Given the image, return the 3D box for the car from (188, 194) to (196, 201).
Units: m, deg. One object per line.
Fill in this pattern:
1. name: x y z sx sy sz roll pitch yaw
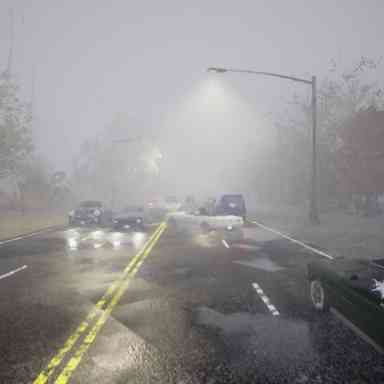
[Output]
1. car: -0.049 1.313 81.580 1.812 1.442 4.674 0 0 1

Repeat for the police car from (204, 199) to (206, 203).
1. police car: 2.817 1.415 48.465 2.038 1.542 4.974 0 0 0

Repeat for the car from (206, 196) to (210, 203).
1. car: 2.836 1.460 37.498 1.812 1.442 4.674 0 0 0

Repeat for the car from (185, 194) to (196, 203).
1. car: -0.316 1.389 61.327 2.033 1.411 5.357 0 -1 1

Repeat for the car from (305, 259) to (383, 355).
1. car: 3.204 1.564 4.568 1.895 1.301 4.718 1 0 -1

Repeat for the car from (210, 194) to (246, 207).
1. car: 2.924 1.173 26.563 2.150 2.045 5.566 0 -1 -1

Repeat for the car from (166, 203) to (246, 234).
1. car: 0.517 1.509 18.792 1.895 1.301 4.718 1 0 -40

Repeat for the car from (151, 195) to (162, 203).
1. car: -6.865 1.351 64.321 1.882 1.535 5.008 0 0 1

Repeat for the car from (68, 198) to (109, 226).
1. car: -6.884 1.328 23.112 2.097 1.767 4.553 0 0 -1

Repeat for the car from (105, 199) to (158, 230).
1. car: -3.630 1.488 21.007 2.033 1.411 5.357 -2 1 0

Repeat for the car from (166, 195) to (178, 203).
1. car: -3.660 1.362 61.834 1.882 1.535 5.008 0 0 1
